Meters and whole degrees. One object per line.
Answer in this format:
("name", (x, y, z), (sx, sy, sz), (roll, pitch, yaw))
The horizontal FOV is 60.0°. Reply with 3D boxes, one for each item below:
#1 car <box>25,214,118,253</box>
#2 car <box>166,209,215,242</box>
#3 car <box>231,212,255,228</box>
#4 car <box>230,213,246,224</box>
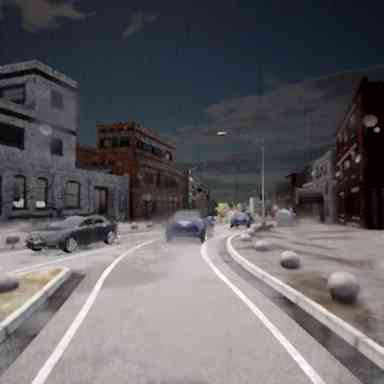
("car", (-5.229, 1.789, 15.118), (1.837, 1.490, 4.892), (-1, -2, 19))
("car", (0.021, 1.781, 18.907), (2.097, 1.767, 4.553), (-1, -3, 11))
("car", (5.708, 3.052, 36.901), (2.097, 1.767, 4.553), (-1, -5, 18))
("car", (7.776, 4.522, 56.067), (2.097, 1.767, 4.553), (-1, -4, 13))
